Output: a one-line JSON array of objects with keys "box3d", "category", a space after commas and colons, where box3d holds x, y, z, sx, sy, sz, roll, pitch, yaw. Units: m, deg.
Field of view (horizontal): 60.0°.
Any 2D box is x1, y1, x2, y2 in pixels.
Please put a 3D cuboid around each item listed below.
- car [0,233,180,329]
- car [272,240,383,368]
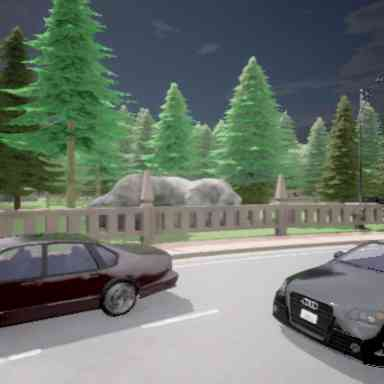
[{"box3d": [-2.854, 1.482, 5.837, 5.357, 1.411, 2.033, 0, 1, -33], "category": "car"}, {"box3d": [3.408, 1.532, 5.446, 4.181, 1.385, 1.994, 0, 0, -26], "category": "car"}]
